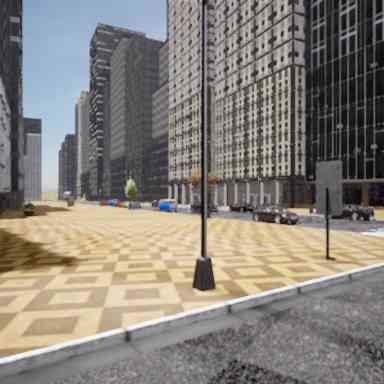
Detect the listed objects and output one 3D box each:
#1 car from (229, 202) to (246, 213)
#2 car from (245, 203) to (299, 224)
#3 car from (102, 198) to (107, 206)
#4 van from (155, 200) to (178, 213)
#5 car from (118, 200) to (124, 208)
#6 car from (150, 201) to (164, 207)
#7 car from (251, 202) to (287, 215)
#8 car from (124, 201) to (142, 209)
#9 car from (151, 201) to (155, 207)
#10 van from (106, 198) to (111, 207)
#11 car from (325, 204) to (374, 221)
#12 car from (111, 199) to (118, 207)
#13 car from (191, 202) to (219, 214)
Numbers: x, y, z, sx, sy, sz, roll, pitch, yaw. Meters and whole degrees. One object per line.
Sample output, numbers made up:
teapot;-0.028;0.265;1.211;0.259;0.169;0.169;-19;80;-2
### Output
car;6.697;2.081;45.023;1.947;1.339;4.313;-1;-1;-26
car;6.478;1.757;26.184;2.008;1.369;4.403;-1;-1;-26
car;-22.840;2.965;86.975;1.887;1.381;4.507;-1;-1;-26
van;-3.299;1.938;46.451;1.690;1.788;3.998;-1;-1;-26
car;-12.995;2.525;66.560;1.752;1.417;4.829;-1;-1;-26
car;-7.962;2.705;75.418;1.802;1.307;4.206;-1;-1;-26
car;9.140;1.983;39.957;1.947;1.339;4.313;-1;-1;-26
car;-10.624;2.450;61.646;2.008;1.369;4.403;-1;-1;-26
car;-5.413;2.102;57.061;1.895;1.301;4.718;0;-1;-26
van;-17.958;2.551;76.845;1.690;1.788;3.998;-1;-1;-26
car;14.026;1.775;29.825;2.008;1.369;4.403;-1;-1;-26
car;-15.511;2.651;71.778;1.887;1.381;4.507;-1;-1;-26
car;1.586;1.977;42.331;1.882;1.535;5.008;0;-1;-26
